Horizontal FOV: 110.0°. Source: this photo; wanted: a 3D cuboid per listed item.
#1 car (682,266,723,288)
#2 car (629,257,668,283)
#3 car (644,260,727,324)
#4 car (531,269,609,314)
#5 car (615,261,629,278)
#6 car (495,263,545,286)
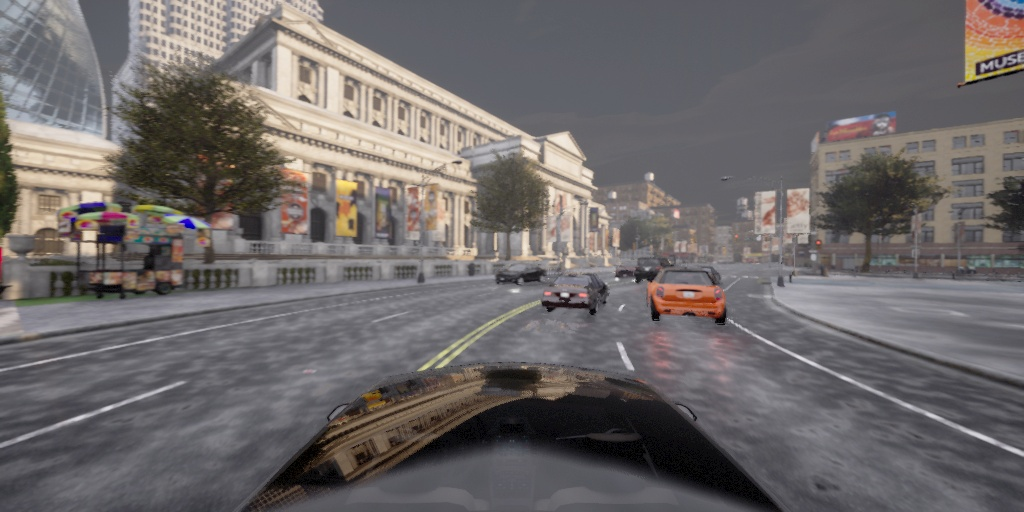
[{"bbox_3d":[14.321,1.483,26.807,2.033,1.411,5.357,1,0,35],"label":"car"},{"bbox_3d":[11.636,1.131,29.056,2.150,2.045,5.566,1,0,35],"label":"car"},{"bbox_3d":[5.958,1.180,12.691,2.097,1.767,4.553,1,0,19],"label":"car"},{"bbox_3d":[2.647,1.343,14.144,2.033,1.411,5.357,1,0,21],"label":"car"},{"bbox_3d":[11.995,1.281,35.840,2.097,1.767,4.553,1,0,35],"label":"car"},{"bbox_3d":[0.698,1.266,25.814,1.882,1.535,5.008,0,0,33],"label":"car"}]
